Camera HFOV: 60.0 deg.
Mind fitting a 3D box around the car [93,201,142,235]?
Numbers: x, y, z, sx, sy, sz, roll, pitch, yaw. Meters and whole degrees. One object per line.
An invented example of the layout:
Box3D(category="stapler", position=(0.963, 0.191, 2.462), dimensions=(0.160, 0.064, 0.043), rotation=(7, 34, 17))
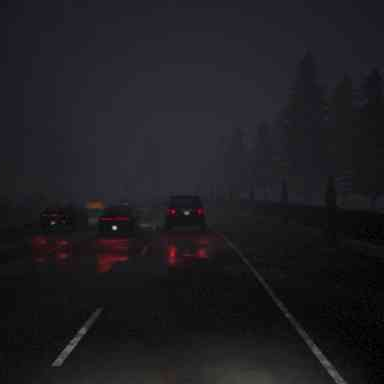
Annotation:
Box3D(category="car", position=(-3.935, 1.457, 18.461), dimensions=(1.837, 1.490, 4.892), rotation=(0, 0, -5))

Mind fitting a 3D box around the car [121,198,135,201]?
Box3D(category="car", position=(-7.005, 1.396, 36.298), dimensions=(2.128, 1.511, 4.902), rotation=(0, 0, -14))

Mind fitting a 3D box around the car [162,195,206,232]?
Box3D(category="car", position=(-0.511, 1.170, 19.722), dimensions=(2.150, 2.045, 5.566), rotation=(0, 0, -5))

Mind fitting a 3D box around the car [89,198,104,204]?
Box3D(category="car", position=(-11.040, 1.378, 37.831), dimensions=(1.882, 1.535, 5.008), rotation=(0, 0, -16))

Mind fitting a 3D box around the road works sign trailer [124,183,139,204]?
Box3D(category="road works sign trailer", position=(-10.586, 0.315, 56.865), dimensions=(2.380, 3.560, 2.880), rotation=(0, 0, -28))

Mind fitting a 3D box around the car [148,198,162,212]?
Box3D(category="car", position=(-3.793, 1.378, 37.878), dimensions=(1.882, 1.535, 5.008), rotation=(0, 0, -15))

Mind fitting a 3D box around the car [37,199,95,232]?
Box3D(category="car", position=(-7.579, 1.438, 20.031), dimensions=(2.128, 1.511, 4.902), rotation=(0, 0, -5))
